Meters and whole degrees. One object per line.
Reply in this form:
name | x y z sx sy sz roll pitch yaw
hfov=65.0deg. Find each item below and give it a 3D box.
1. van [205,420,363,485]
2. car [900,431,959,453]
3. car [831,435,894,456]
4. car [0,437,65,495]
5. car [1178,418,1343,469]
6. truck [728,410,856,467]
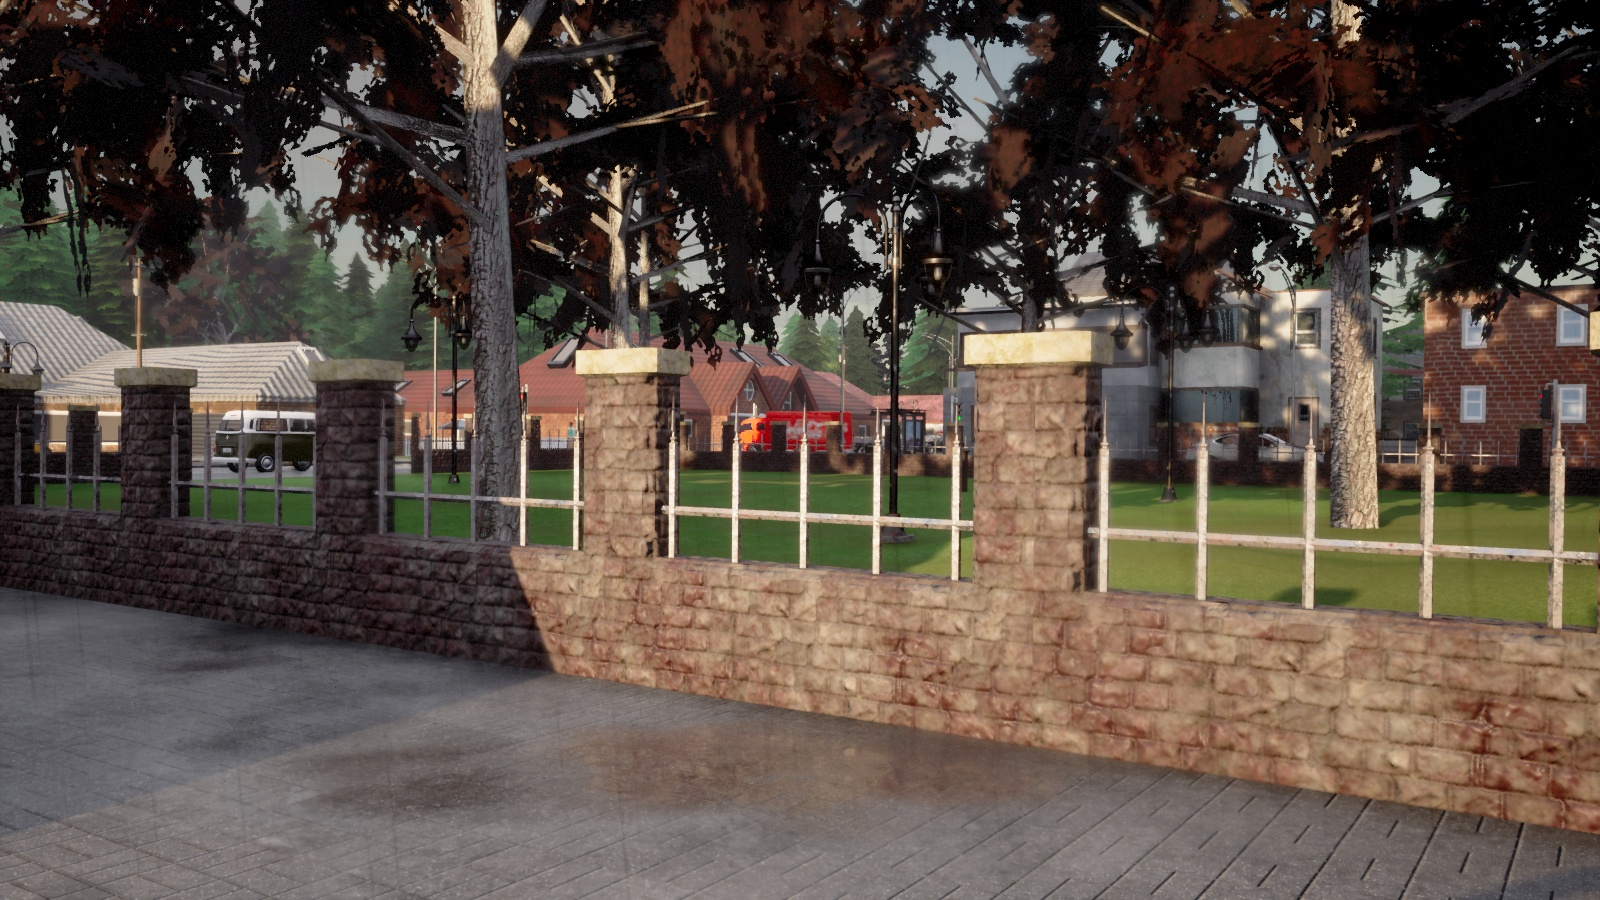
van | -17.129 0.038 41.871 2.069 2.038 4.480 0 1 32
car | 9.185 -0.564 88.792 2.163 1.488 4.792 0 1 34
car | 4.089 -0.313 81.110 1.895 1.301 4.718 0 1 34
car | -22.672 0.457 33.476 1.882 1.535 5.008 0 1 32
car | 15.818 -0.223 43.176 5.027 1.651 2.152 0 1 31
truck | -0.369 -0.542 57.708 5.204 2.467 2.627 0 3 30
